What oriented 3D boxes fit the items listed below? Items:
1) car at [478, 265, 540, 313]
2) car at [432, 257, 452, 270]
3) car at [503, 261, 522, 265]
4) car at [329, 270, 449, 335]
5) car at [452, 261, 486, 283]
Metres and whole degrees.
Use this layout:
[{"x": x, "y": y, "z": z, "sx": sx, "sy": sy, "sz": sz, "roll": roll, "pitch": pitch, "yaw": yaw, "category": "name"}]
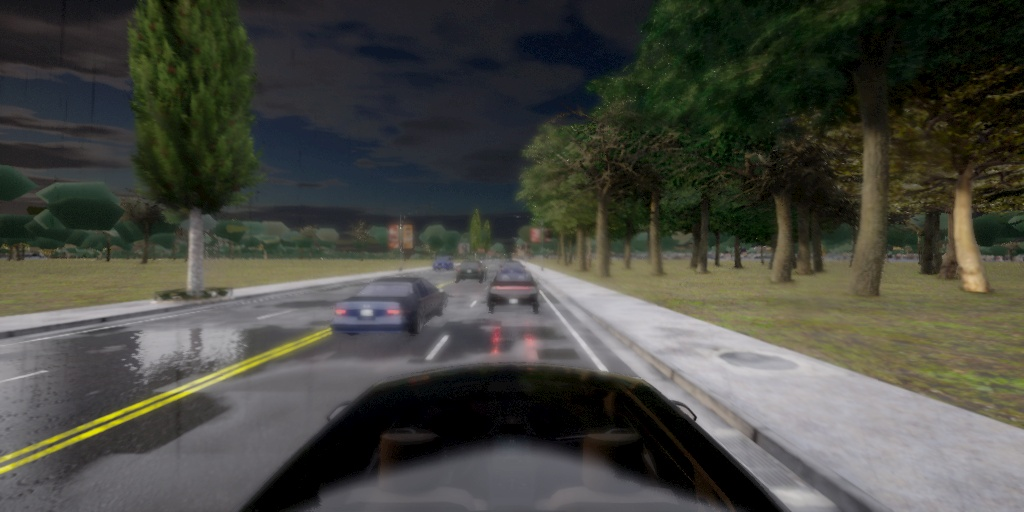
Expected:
[{"x": 0.066, "y": 1.267, "z": 14.142, "sx": 2.128, "sy": 1.511, "sz": 4.902, "roll": 0, "pitch": 0, "yaw": 0, "category": "car"}, {"x": -9.846, "y": 1.113, "z": 51.562, "sx": 2.150, "sy": 2.045, "sz": 5.566, "roll": 0, "pitch": 0, "yaw": 0, "category": "car"}, {"x": 0.061, "y": 1.166, "z": 28.939, "sx": 2.097, "sy": 1.767, "sz": 4.553, "roll": 0, "pitch": 0, "yaw": 0, "category": "car"}, {"x": -3.208, "y": 1.314, "z": 10.477, "sx": 2.033, "sy": 1.411, "sz": 5.357, "roll": 0, "pitch": 0, "yaw": 0, "category": "car"}, {"x": -3.189, "y": 1.166, "z": 28.967, "sx": 2.097, "sy": 1.767, "sz": 4.553, "roll": 0, "pitch": 0, "yaw": 0, "category": "car"}]
